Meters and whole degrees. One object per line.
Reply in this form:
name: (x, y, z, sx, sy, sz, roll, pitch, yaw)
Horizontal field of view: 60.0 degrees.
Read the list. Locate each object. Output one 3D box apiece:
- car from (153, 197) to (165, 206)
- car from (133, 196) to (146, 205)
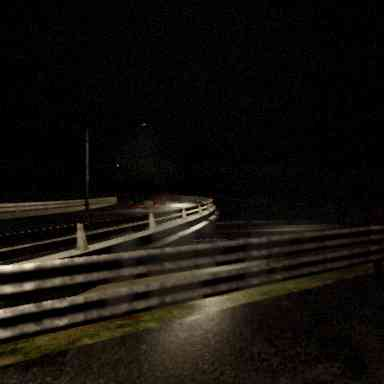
car: (-5.454, 1.553, 55.546, 1.994, 1.385, 4.181, 0, 0, -6)
car: (-9.179, 1.479, 58.118, 2.128, 1.511, 4.902, 0, 0, -6)
